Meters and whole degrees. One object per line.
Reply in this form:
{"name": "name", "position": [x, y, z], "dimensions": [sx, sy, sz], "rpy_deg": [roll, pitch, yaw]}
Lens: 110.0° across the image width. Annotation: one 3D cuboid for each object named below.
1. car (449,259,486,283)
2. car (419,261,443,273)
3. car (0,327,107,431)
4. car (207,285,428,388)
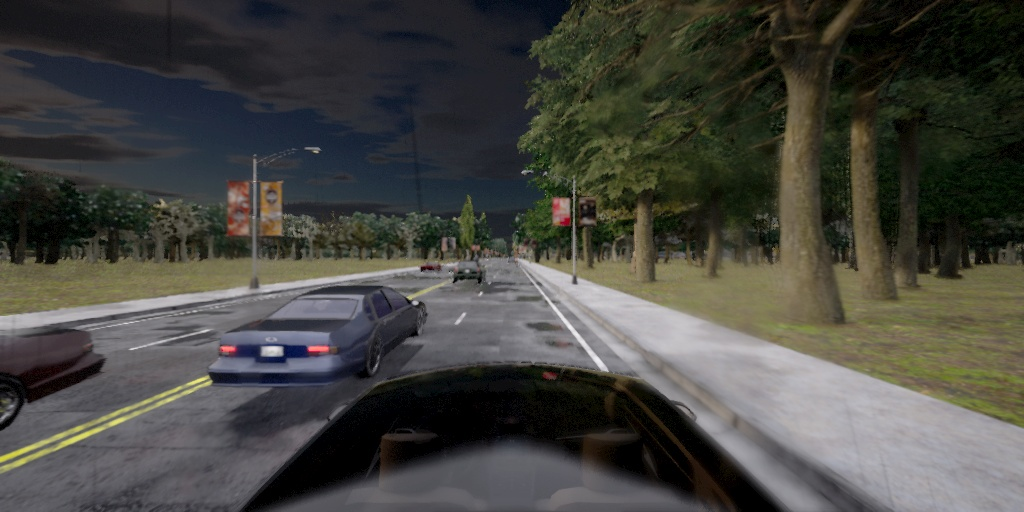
{"name": "car", "position": [-3.154, 1.073, 27.354], "dimensions": [2.097, 1.767, 4.553], "rpy_deg": [0, 0, 0]}
{"name": "car", "position": [-9.842, 1.309, 43.781], "dimensions": [1.895, 1.301, 4.718], "rpy_deg": [0, 0, 0]}
{"name": "car", "position": [-6.601, 1.296, 2.552], "dimensions": [2.033, 1.411, 5.357], "rpy_deg": [0, 0, 0]}
{"name": "car", "position": [-3.148, 1.290, 7.202], "dimensions": [2.033, 1.411, 5.357], "rpy_deg": [0, 0, 0]}
